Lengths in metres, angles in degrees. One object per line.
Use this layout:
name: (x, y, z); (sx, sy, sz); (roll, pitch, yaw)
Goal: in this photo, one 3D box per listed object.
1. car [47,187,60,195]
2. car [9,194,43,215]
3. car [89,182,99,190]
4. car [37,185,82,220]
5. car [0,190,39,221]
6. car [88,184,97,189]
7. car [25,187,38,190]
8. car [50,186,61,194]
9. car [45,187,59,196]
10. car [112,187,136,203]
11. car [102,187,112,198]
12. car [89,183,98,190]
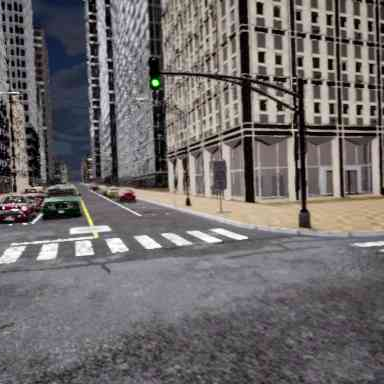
car: (-25.863, -0.264, 62.391); (2.008, 1.369, 4.403); (-2, 2, -20)
car: (-12.719, 0.893, 25.663); (1.802, 1.307, 4.206); (-2, 2, -20)
car: (-25.520, -1.528, 86.260); (2.192, 1.841, 5.009); (-2, 2, -20)
car: (-8.610, 0.643, 22.083); (2.150, 2.045, 5.566); (-3, 4, -20)
car: (-10.843, 0.912, 20.411); (1.967, 1.590, 4.097); (-2, 2, -20)
car: (-27.394, -1.438, 91.518); (1.947, 1.339, 4.313); (-2, 2, -20)
car: (-14.600, 0.465, 30.901); (2.192, 1.841, 5.009); (-2, 2, -20)
car: (-27.741, -0.431, 67.638); (1.887, 1.381, 4.507); (-2, 2, -20)
car: (-23.985, -0.110, 57.144); (1.887, 1.381, 4.507); (-2, 2, -20)
car: (-6.732, 0.346, 33.779); (1.802, 1.307, 4.206); (-2, 2, -20)
car: (-10.547, -0.037, 44.436); (1.752, 1.417, 4.829); (-2, 2, -20)
car: (-23.638, -1.138, 81.019); (1.887, 1.381, 4.507); (-2, 2, -20)
